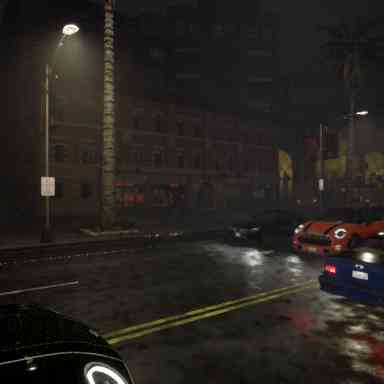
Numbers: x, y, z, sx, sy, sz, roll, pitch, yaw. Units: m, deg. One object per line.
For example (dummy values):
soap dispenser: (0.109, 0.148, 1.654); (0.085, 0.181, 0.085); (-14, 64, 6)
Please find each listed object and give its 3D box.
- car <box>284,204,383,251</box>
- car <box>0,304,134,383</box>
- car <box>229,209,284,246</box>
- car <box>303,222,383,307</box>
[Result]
car: (5.890, 1.352, 12.574); (4.553, 1.767, 2.097); (0, 0, -36)
car: (-2.556, 1.352, 1.868); (4.553, 1.767, 2.097); (0, 0, -36)
car: (3.817, 1.526, 15.395); (4.674, 1.442, 1.812); (0, 0, -36)
car: (5.077, 1.547, 7.460); (5.357, 1.411, 2.033); (0, 0, -35)
